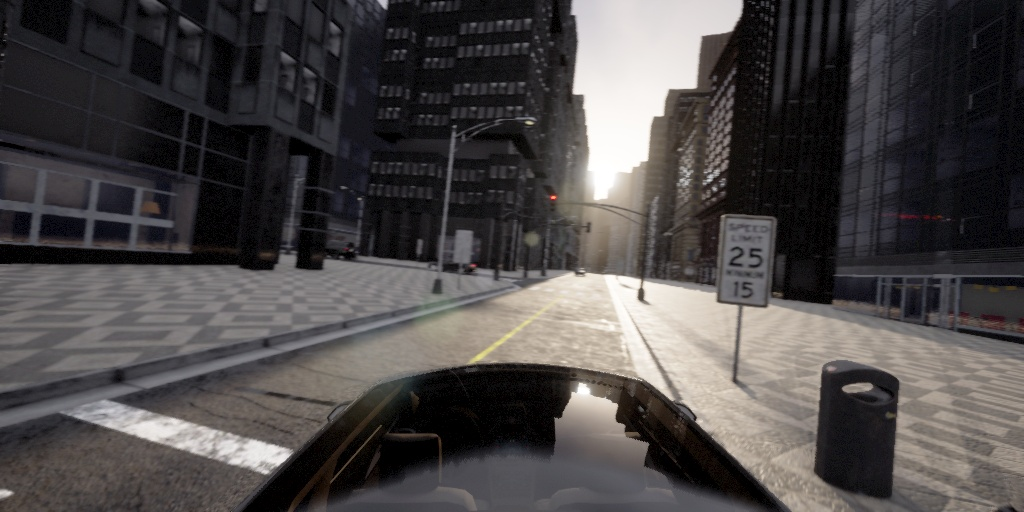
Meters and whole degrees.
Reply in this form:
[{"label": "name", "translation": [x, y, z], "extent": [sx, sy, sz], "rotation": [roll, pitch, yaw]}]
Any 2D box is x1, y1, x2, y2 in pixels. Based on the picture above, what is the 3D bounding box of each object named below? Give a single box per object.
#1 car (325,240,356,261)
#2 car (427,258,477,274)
[{"label": "car", "translation": [-19.601, -0.715, 38.718], "extent": [5.566, 2.045, 2.150], "rotation": [5, -2, 15]}, {"label": "car", "translation": [-5.884, 0.897, 35.142], "extent": [4.892, 1.490, 1.837], "rotation": [5, -2, 16]}]
